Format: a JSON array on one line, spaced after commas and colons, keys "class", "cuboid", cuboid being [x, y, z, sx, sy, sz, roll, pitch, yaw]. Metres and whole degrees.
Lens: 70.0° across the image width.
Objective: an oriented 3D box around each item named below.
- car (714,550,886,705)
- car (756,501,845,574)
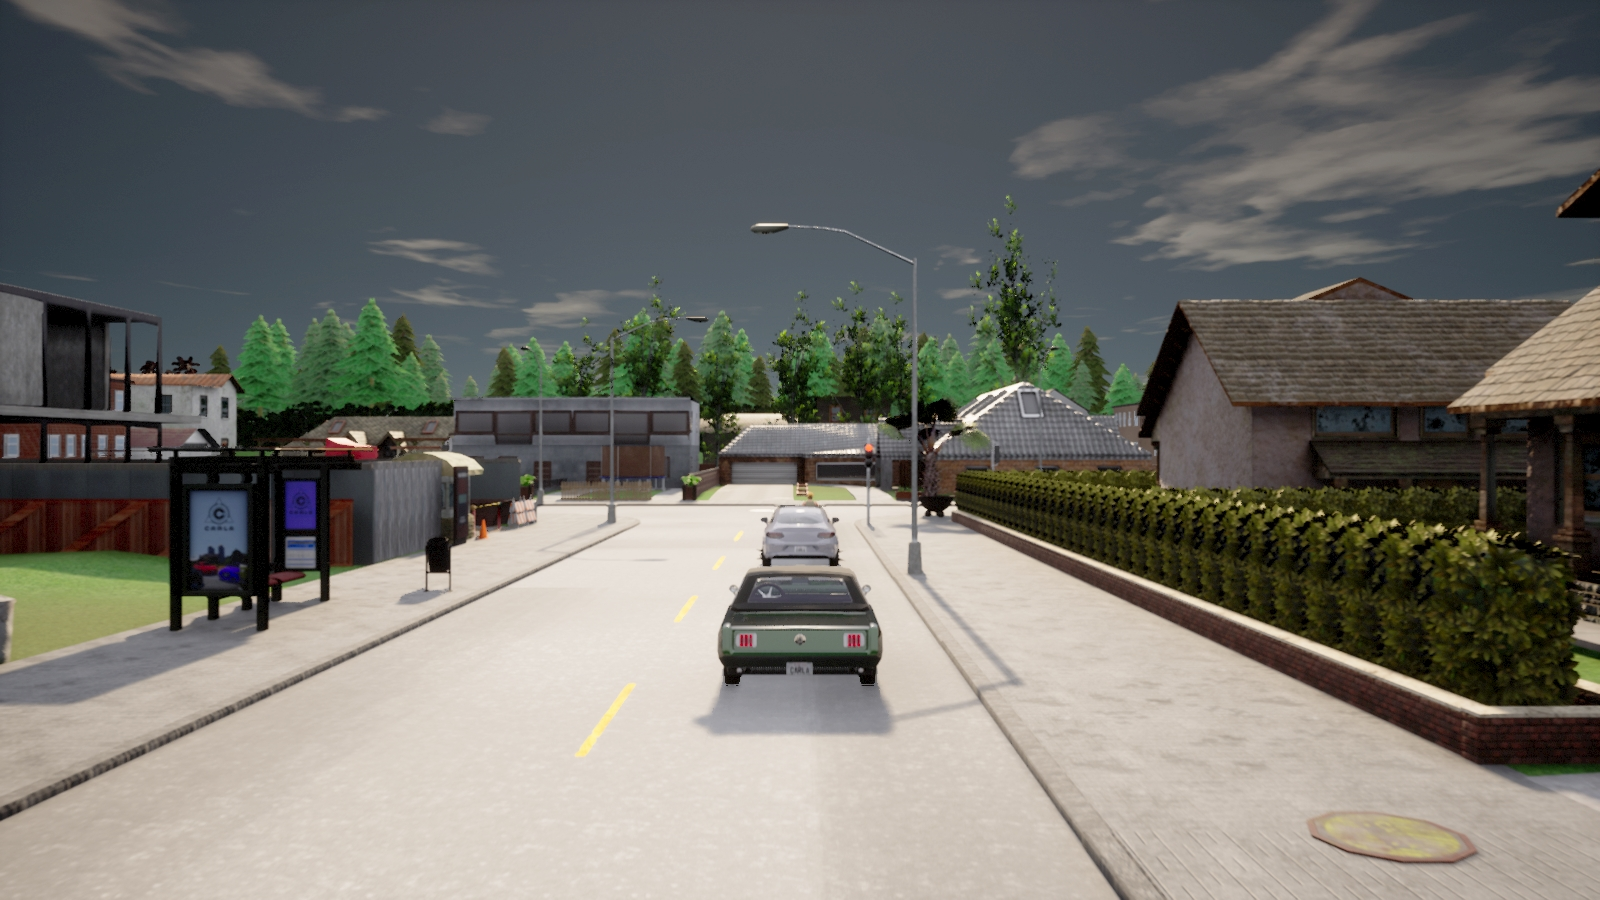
[{"class": "car", "cuboid": [0.002, 2.158, 14.940, 1.895, 1.301, 4.718, 0, 0, 0]}, {"class": "car", "cuboid": [0.001, 2.087, 28.256, 2.002, 1.442, 4.674, 0, 0, 0]}]
